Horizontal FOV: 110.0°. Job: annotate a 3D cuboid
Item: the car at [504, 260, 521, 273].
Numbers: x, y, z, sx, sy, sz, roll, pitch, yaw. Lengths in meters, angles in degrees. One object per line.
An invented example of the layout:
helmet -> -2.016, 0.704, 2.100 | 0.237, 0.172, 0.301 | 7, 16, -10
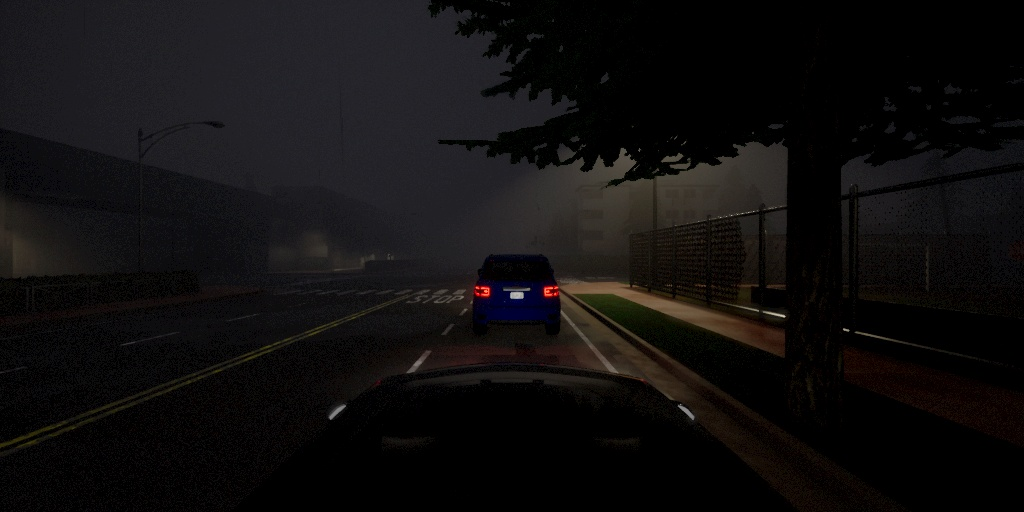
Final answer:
car -> 0.025, 1.242, 45.548 | 2.128, 1.511, 4.902 | 0, 0, 0

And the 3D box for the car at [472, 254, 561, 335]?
car -> 0.115, 0.972, 10.673 | 2.150, 2.045, 5.566 | 0, 0, 0
